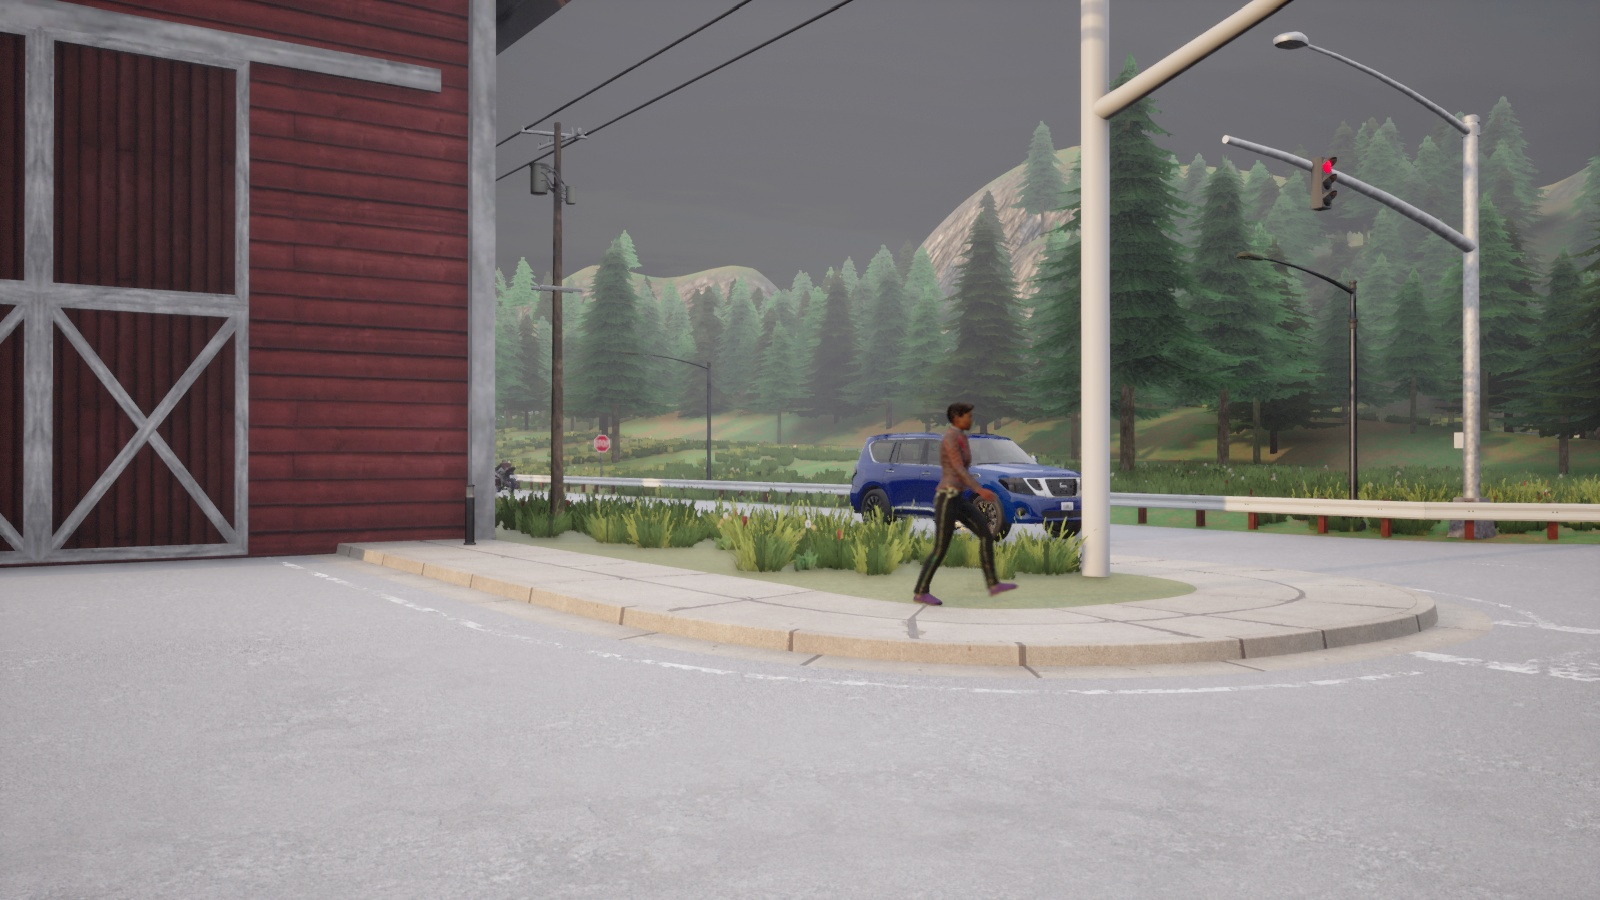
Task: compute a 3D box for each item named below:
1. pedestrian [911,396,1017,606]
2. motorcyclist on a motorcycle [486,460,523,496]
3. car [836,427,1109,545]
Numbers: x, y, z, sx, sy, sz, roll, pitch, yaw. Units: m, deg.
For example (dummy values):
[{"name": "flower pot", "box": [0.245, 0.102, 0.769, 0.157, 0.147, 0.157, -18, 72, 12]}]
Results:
[{"name": "pedestrian", "box": [1.445, 0.441, 11.065, 0.869, 1.805, 0.328, 0, 0, 20]}, {"name": "motorcyclist on a motorcycle", "box": [-12.984, 1.227, 55.177, 0.866, 1.530, 2.191, 0, -1, -34]}, {"name": "car", "box": [3.207, 0.646, 24.696, 2.150, 2.045, 5.566, 0, 0, -34]}]
